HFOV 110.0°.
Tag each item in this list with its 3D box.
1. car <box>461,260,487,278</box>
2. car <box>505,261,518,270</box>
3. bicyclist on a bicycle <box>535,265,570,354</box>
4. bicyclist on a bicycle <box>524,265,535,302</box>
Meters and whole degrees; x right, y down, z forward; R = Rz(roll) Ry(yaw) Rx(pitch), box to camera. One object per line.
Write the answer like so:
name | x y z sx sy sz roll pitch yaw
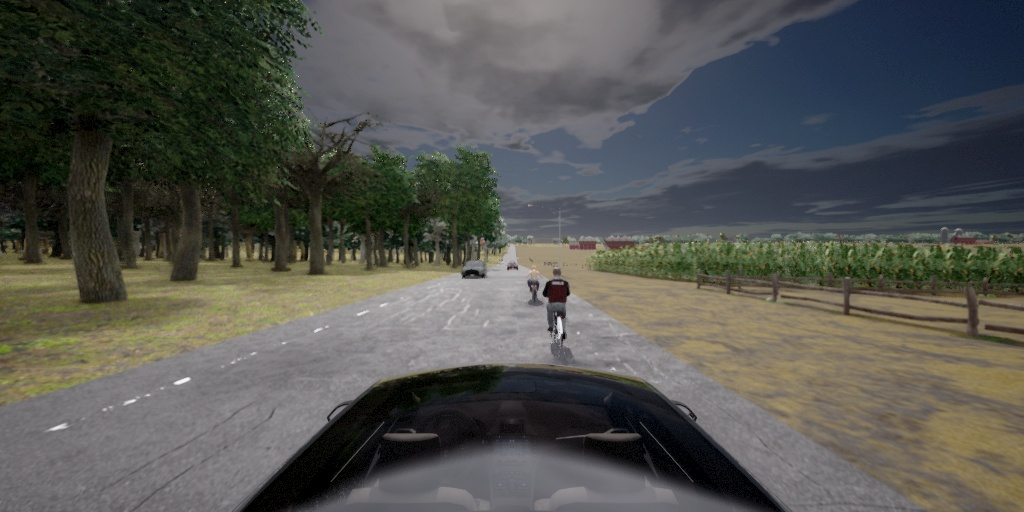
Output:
car | -3.585 1.188 34.498 2.097 1.767 4.553 0 0 0
car | 0.125 1.738 62.033 1.895 1.301 4.718 0 -1 0
bicyclist on a bicycle | 0.965 1.121 7.913 0.659 1.776 1.843 0 0 0
bicyclist on a bicycle | 0.982 1.197 16.158 0.866 1.612 1.509 0 1 0
